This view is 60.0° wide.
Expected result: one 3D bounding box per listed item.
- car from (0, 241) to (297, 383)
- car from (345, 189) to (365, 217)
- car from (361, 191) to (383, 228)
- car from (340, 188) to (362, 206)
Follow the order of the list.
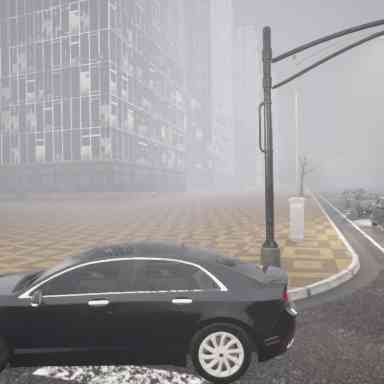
[{"bbox_3d":[-1.047,1.505,4.762,4.892,1.490,1.837,0,0,0],"label":"car"},{"bbox_3d":[11.110,0.759,20.678,1.994,1.385,4.181,-1,2,17],"label":"car"},{"bbox_3d":[9.054,0.928,14.386,2.128,1.511,4.902,-1,2,18],"label":"car"},{"bbox_3d":[13.112,0.454,26.740,2.128,1.511,4.902,-1,2,18],"label":"car"}]
